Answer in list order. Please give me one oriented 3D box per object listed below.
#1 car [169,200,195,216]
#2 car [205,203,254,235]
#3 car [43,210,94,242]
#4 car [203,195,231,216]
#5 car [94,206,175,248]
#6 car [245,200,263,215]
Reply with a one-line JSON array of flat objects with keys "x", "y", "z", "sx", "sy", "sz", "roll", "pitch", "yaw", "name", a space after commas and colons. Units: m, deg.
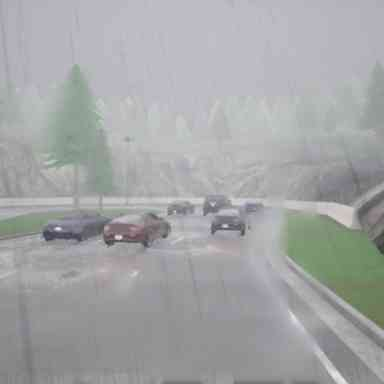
[{"x": -0.998, "y": 1.585, "z": 33.428, "sx": 1.837, "sy": 1.490, "sz": 4.892, "roll": 0, "pitch": 0, "yaw": 14, "name": "car"}, {"x": 2.297, "y": 1.571, "z": 19.138, "sx": 1.812, "sy": 1.442, "sz": 4.674, "roll": 0, "pitch": 0, "yaw": 15, "name": "car"}, {"x": -5.470, "y": 1.604, "z": 16.666, "sx": 1.994, "sy": 1.385, "sz": 4.181, "roll": 0, "pitch": 0, "yaw": 13, "name": "car"}, {"x": 2.576, "y": 1.300, "z": 32.974, "sx": 2.150, "sy": 2.045, "sz": 5.566, "roll": 0, "pitch": 0, "yaw": 14, "name": "car"}, {"x": -2.349, "y": 1.561, "z": 14.954, "sx": 1.812, "sy": 1.442, "sz": 4.674, "roll": 0, "pitch": 0, "yaw": 11, "name": "car"}, {"x": 6.444, "y": 1.562, "z": 35.425, "sx": 1.882, "sy": 1.535, "sz": 5.008, "roll": 1, "pitch": 0, "yaw": 6, "name": "car"}]
